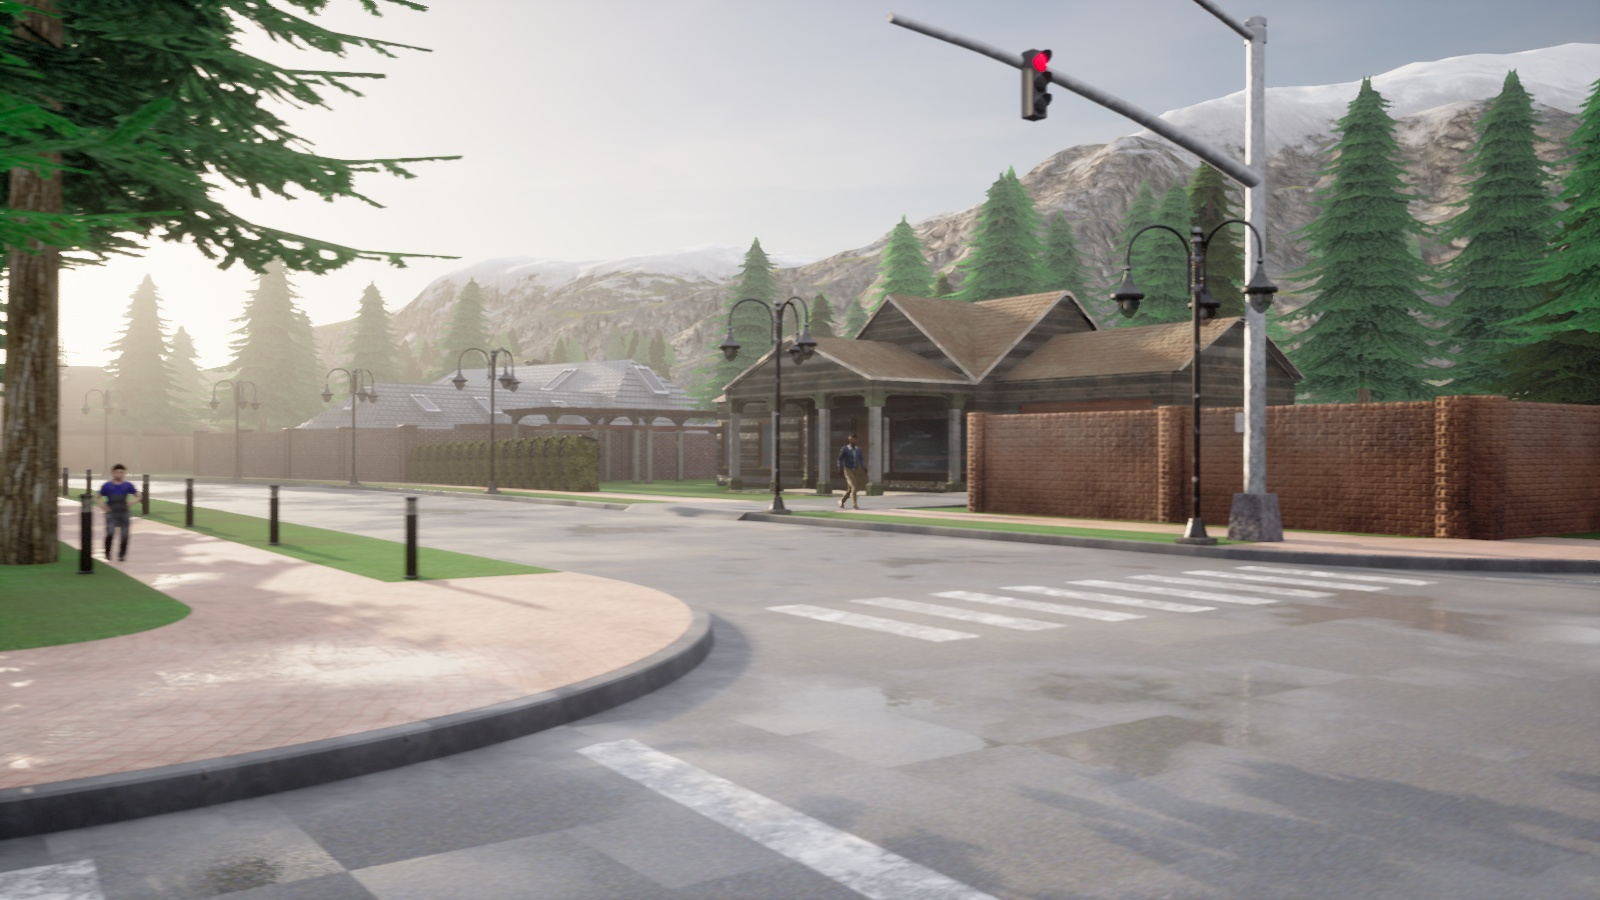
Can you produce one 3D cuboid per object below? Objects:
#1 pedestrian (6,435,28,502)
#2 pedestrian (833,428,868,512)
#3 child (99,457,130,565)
[{"bbox_3d":[-21.963,0.518,35.225,0.431,1.840,0.703,0,0,-39],"label":"pedestrian"},{"bbox_3d":[1.180,0.465,29.405,0.423,1.949,0.788,0,0,-35],"label":"pedestrian"},{"bbox_3d":[-8.167,0.720,14.951,0.270,1.263,0.437,0,0,-36],"label":"child"}]
